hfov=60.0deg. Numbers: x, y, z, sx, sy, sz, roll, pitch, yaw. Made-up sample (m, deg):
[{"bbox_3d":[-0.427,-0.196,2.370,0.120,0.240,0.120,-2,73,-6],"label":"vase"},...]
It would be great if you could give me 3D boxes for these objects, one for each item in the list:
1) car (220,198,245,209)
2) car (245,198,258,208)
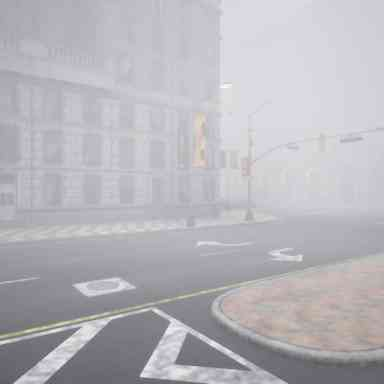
[{"bbox_3d":[4.065,1.539,44.383,2.033,1.411,5.357,0,0,-36],"label":"car"},{"bbox_3d":[7.080,1.555,46.199,1.994,1.385,4.181,0,0,-36],"label":"car"}]
